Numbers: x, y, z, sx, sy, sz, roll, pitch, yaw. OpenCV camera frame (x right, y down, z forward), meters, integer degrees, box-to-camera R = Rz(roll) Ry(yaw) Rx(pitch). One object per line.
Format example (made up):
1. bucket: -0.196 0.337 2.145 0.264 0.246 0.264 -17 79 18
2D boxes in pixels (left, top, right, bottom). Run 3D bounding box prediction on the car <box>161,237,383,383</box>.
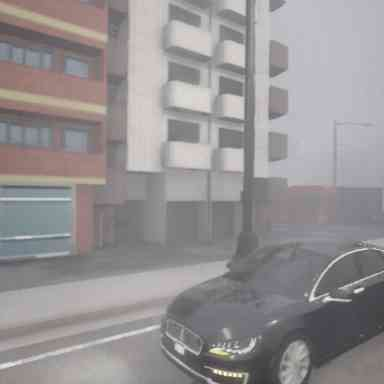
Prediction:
1. car: 1.829 1.561 5.299 4.892 1.490 1.837 -1 0 -36
